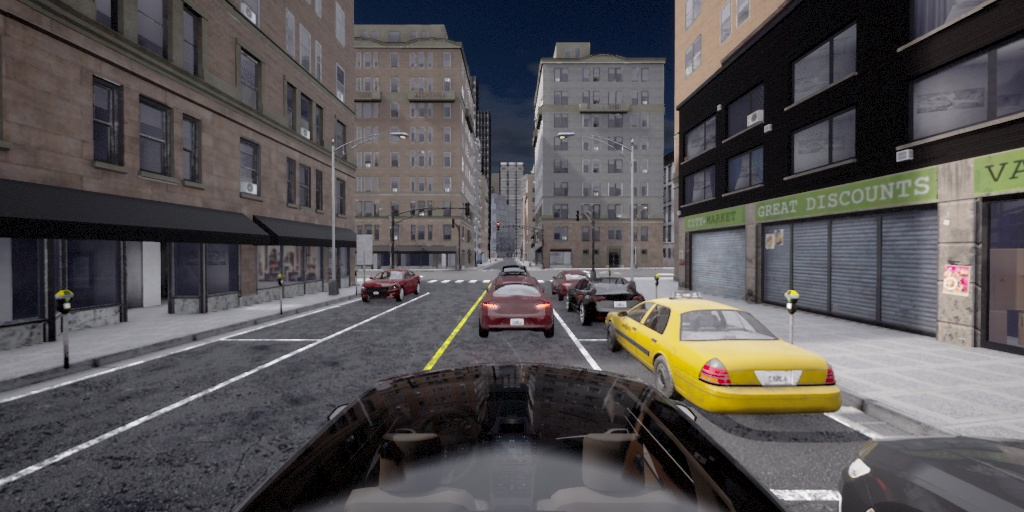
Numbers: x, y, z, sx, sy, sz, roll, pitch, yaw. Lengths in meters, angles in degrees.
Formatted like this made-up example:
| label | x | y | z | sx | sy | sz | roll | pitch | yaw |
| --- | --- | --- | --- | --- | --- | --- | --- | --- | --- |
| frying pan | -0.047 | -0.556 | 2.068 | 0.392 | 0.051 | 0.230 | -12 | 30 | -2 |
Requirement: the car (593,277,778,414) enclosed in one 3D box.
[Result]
| label | x | y | z | sx | sy | sz | roll | pitch | yaw |
| --- | --- | --- | --- | --- | --- | --- | --- | --- | --- |
| car | 2.878 | 1.277 | 6.172 | 1.751 | 1.417 | 4.829 | 0 | 0 | 0 |

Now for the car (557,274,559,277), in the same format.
| label | x | y | z | sx | sy | sz | roll | pitch | yaw |
| --- | --- | --- | --- | --- | --- | --- | --- | --- | --- |
| car | 2.889 | 1.338 | 17.174 | 1.802 | 1.307 | 4.207 | 0 | 0 | 0 |

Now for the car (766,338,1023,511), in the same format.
| label | x | y | z | sx | sy | sz | roll | pitch | yaw |
| --- | --- | --- | --- | --- | --- | --- | --- | --- | --- |
| car | 2.872 | 1.300 | 0.416 | 2.007 | 1.370 | 4.403 | 0 | 0 | 0 |

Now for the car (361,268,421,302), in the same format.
| label | x | y | z | sx | sy | sz | roll | pitch | yaw |
| --- | --- | --- | --- | --- | --- | --- | --- | --- | --- |
| car | -5.656 | 1.302 | 17.179 | 1.888 | 1.381 | 4.507 | 0 | 0 | 0 |

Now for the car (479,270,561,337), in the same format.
| label | x | y | z | sx | sy | sz | roll | pitch | yaw |
| --- | --- | --- | --- | --- | --- | --- | --- | --- | --- |
| car | 0.101 | 1.280 | 10.153 | 1.812 | 1.442 | 4.674 | 0 | 0 | 0 |

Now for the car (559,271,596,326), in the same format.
| label | x | y | z | sx | sy | sz | roll | pitch | yaw |
| --- | --- | --- | --- | --- | --- | --- | --- | --- | --- |
| car | 2.883 | 1.320 | 11.588 | 1.948 | 1.339 | 4.313 | 0 | 0 | 0 |

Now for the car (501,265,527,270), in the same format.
| label | x | y | z | sx | sy | sz | roll | pitch | yaw |
| --- | --- | --- | --- | --- | --- | --- | --- | --- | --- |
| car | 0.115 | 1.263 | 20.432 | 1.837 | 1.490 | 4.892 | 0 | 0 | 0 |
